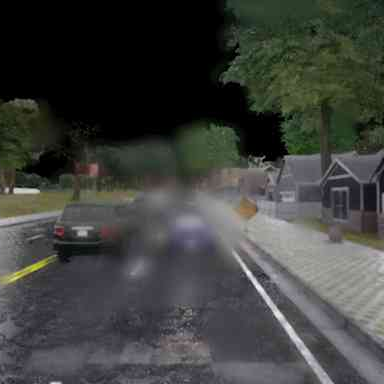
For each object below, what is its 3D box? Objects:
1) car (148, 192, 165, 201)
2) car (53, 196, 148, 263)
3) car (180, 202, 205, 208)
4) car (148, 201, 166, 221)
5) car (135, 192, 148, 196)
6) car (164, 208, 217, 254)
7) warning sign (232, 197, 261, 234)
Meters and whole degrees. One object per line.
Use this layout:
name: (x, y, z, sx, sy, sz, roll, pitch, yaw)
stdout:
car: (-6.530, 1.108, 64.500, 2.150, 2.045, 5.566, 0, 1, 1)
car: (-3.245, 1.316, 12.559, 2.150, 2.045, 5.566, 0, 0, 0)
car: (0.011, 1.608, 28.451, 1.837, 1.490, 4.892, 0, 1, 0)
car: (-3.242, 1.701, 28.218, 1.895, 1.301, 4.718, 0, 0, 0)
car: (-9.776, 1.108, 64.495, 2.150, 2.045, 5.566, 0, 1, 0)
car: (0.018, 1.620, 13.863, 1.812, 1.442, 4.674, 0, 0, 0)
warning sign: (2.829, 1.218, 17.391, 1.300, 1.860, 1.060, -1, -1, 0)
